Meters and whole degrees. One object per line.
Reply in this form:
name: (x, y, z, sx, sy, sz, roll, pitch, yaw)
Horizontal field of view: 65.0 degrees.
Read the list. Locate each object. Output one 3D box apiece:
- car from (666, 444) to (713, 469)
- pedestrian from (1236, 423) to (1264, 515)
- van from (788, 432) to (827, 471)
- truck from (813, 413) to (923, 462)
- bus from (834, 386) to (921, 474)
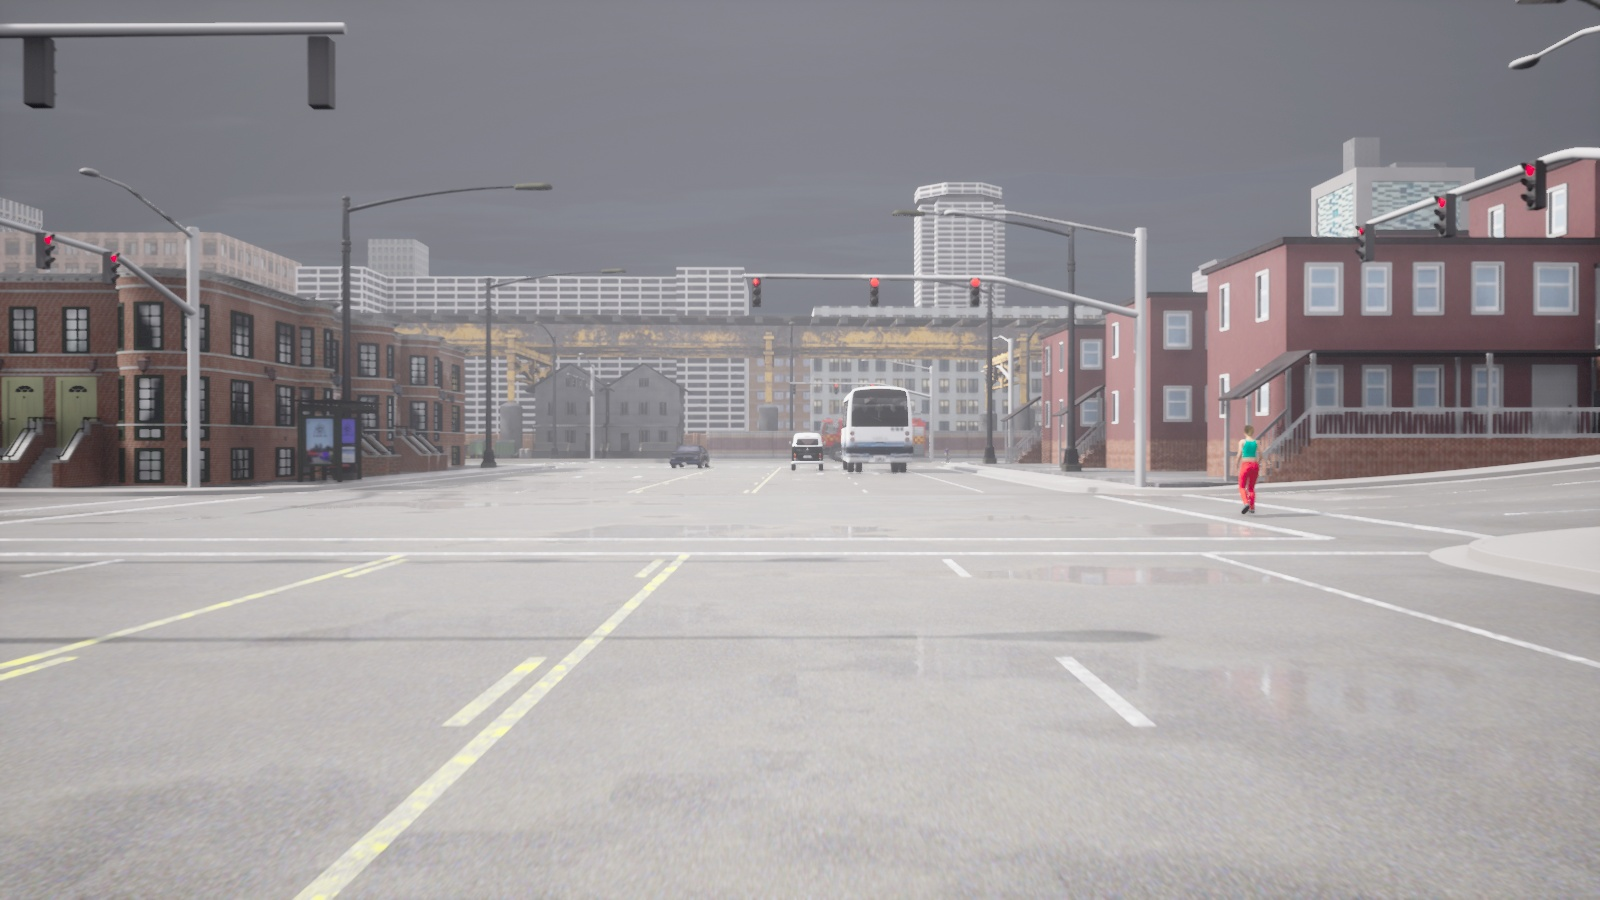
car: (-6.537, 0.368, 74.829, 2.033, 1.411, 5.357, 0, 0, 3)
pedestrian: (9.076, 0.369, 25.344, 0.345, 1.836, 0.594, 0, 0, 1)
van: (0.404, 0.087, 68.240, 2.069, 2.038, 4.480, 0, 0, 0)
truck: (5.278, -0.967, 98.397, 8.468, 3.827, 2.891, 0, 0, 0)
bus: (3.891, -0.997, 65.882, 3.944, 4.253, 10.273, 0, 0, 0)
